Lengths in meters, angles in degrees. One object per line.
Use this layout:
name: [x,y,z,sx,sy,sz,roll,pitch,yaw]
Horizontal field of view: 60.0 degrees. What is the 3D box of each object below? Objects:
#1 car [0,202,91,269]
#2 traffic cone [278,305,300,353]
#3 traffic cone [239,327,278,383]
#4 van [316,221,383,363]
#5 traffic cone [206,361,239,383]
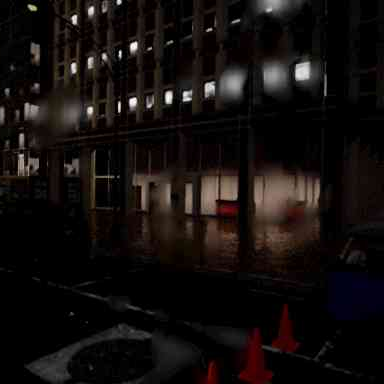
car: [-5.410,1.230,10.873,5.009,1.841,2.192,1,1,36]
traffic cone: [1.362,1.943,4.846,0.340,0.580,0.340,1,0,36]
traffic cone: [0.780,1.943,4.033,0.340,0.580,0.340,1,0,36]
van: [3.830,1.347,4.254,3.998,1.788,1.690,1,1,36]
traffic cone: [0.198,1.942,3.220,0.340,0.580,0.340,1,0,36]
